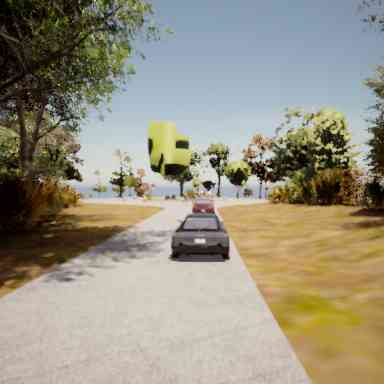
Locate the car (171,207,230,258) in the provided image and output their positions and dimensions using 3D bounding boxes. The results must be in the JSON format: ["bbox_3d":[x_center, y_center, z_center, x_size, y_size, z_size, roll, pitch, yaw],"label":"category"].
[{"bbox_3d":[0.353,1.488,12.530,1.994,1.385,4.181,0,1,3],"label":"car"}]

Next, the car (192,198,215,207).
[{"bbox_3d":[0.967,1.243,27.916,1.812,1.442,4.674,0,1,3],"label":"car"}]
